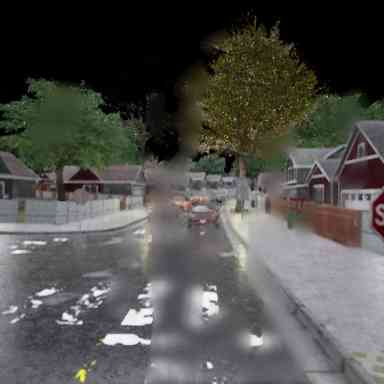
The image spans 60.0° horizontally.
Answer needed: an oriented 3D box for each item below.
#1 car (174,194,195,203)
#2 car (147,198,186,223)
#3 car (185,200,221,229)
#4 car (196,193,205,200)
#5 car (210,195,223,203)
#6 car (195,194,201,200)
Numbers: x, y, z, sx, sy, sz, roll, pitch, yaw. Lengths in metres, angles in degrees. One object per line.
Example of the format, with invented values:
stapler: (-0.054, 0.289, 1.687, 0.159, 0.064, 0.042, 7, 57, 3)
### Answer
car: (-1.227, 1.196, 34.624, 2.097, 1.767, 4.553, 0, 0, 5)
car: (-1.981, 1.468, 25.124, 2.033, 1.411, 5.357, 0, 0, 5)
car: (0.749, 1.470, 21.042, 1.812, 1.442, 4.674, 0, 0, 3)
car: (0.927, 1.021, 53.966, 2.097, 1.767, 4.553, 0, 1, 8)
car: (4.174, 1.240, 56.392, 1.895, 1.301, 4.718, 0, 1, 8)
car: (-0.314, 1.362, 43.992, 1.895, 1.301, 4.718, 0, 1, 6)
